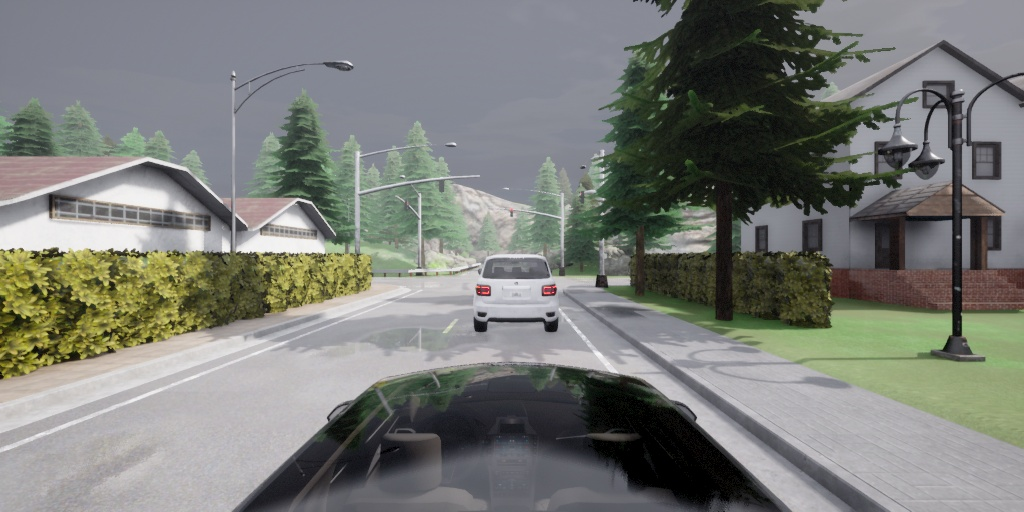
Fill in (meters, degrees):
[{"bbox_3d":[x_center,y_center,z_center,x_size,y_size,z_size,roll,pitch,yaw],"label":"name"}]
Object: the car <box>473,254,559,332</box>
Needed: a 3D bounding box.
[{"bbox_3d":[0.104,0.971,10.964,2.150,2.045,5.566,0,0,0],"label":"car"}]
